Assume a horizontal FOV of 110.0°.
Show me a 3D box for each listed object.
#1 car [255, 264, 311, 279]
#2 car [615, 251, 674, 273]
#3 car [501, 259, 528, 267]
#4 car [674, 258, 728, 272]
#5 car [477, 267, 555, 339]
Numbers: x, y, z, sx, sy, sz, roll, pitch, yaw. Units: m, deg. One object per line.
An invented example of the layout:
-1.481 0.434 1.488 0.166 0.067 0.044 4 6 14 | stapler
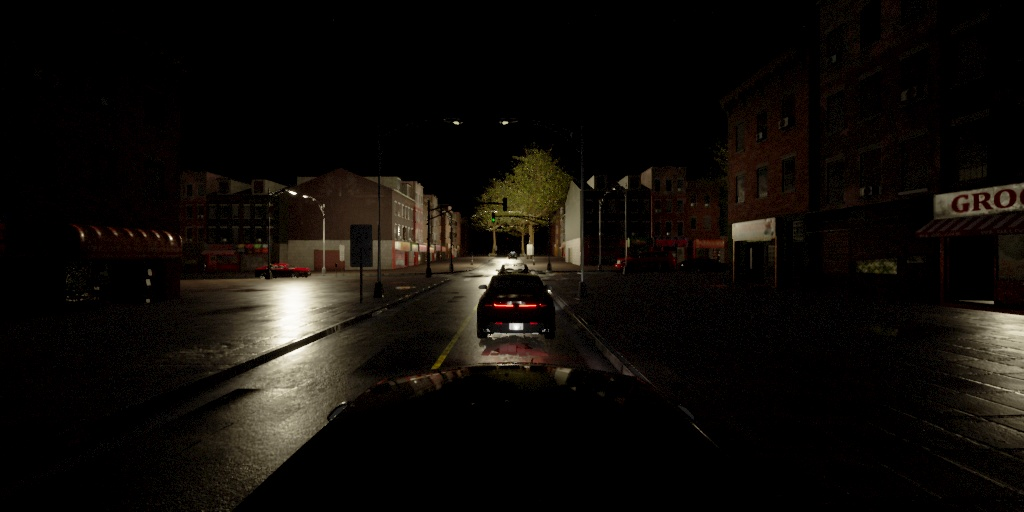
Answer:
-20.305 1.356 31.903 4.507 1.381 1.888 0 0 0 | car
12.855 0.540 34.695 5.566 2.045 2.150 -1 0 0 | car
0.136 1.133 19.395 2.128 1.511 4.902 0 1 0 | car
17.277 0.819 31.962 4.313 1.339 1.948 0 0 0 | car
0.104 1.230 9.996 1.837 1.490 4.892 0 0 0 | car
